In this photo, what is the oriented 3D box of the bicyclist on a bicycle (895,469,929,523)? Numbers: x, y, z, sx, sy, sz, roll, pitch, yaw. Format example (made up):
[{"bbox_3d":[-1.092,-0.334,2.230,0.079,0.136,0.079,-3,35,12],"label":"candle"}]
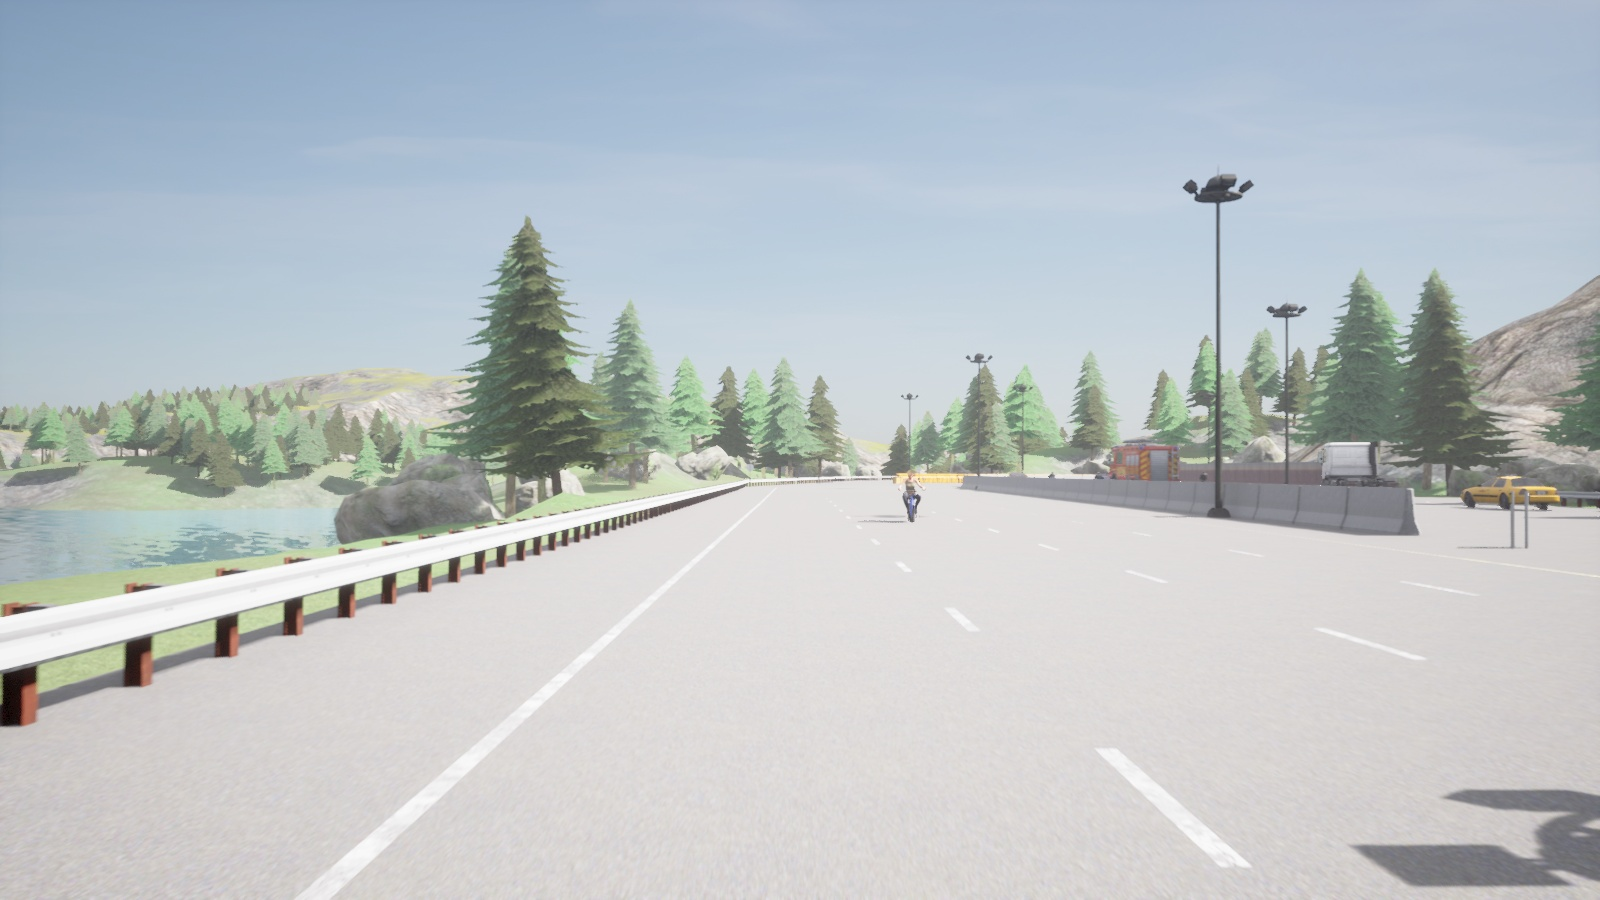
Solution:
[{"bbox_3d":[3.393,1.376,38.148,0.866,1.612,1.509,0,-1,0],"label":"bicyclist on a bicycle"}]

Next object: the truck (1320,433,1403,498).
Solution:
[{"bbox_3d":[32.085,0.910,72.032,2.891,3.462,7.936,-1,-1,14],"label":"truck"}]

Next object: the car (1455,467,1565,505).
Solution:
[{"bbox_3d":[31.370,1.560,55.660,1.801,1.575,5.366,0,-1,0],"label":"car"}]

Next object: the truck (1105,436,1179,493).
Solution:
[{"bbox_3d":[24.210,1.047,89.266,2.891,3.827,8.468,0,-1,0],"label":"truck"}]
